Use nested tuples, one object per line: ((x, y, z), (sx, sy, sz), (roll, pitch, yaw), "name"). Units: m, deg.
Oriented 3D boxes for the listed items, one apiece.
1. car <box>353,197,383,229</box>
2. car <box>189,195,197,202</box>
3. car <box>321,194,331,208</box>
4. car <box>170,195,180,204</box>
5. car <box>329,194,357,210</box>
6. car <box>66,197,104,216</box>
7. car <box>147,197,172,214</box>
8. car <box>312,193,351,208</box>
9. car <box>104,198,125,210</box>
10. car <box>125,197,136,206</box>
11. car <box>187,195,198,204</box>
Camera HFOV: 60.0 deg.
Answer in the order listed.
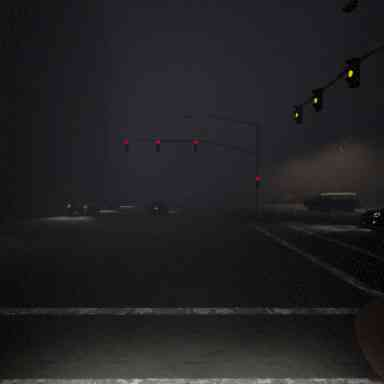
((13.263, 1.407, 21.255), (4.553, 1.767, 2.097), (0, 0, 1), "car")
((0.206, 1.361, 73.820), (1.837, 1.490, 4.892), (0, 0, 0), "car")
((21.847, 1.419, 49.494), (3.905, 1.438, 1.784), (0, 0, 1), "car")
((-3.365, 1.350, 63.780), (2.097, 1.767, 4.553), (0, 0, 0), "car")
((21.805, 1.450, 46.599), (3.806, 1.475, 1.970), (0, 0, 1), "car")
((-10.673, 1.351, 32.854), (2.097, 1.767, 4.553), (0, 0, 0), "car")
((-3.486, 1.563, 34.762), (1.994, 1.385, 4.181), (0, 0, 1), "car")
((21.834, 1.208, 52.178), (4.605, 1.855, 1.932), (0, 0, 1), "car")
((-10.602, 1.547, 43.109), (2.033, 1.411, 5.357), (0, 0, 0), "car")
((-10.507, 1.563, 54.416), (1.994, 1.385, 4.181), (0, 0, 1), "car")
((0.133, 1.351, 63.691), (2.097, 1.767, 4.553), (0, 0, 0), "car")
